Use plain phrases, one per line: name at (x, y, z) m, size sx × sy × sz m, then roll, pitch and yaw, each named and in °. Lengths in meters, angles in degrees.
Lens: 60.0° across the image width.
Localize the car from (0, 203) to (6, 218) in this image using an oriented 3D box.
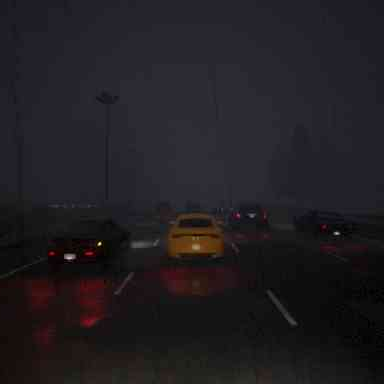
car at (-17.497, 1.728, 29.651) m, size 1.882 × 1.535 × 5.008 m, roll 0°, pitch -1°, yaw 0°

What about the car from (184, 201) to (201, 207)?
car at (0.054, 1.837, 40.256) m, size 2.128 × 1.511 × 4.902 m, roll 0°, pitch 0°, yaw -2°

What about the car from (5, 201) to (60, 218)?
car at (-13.979, 1.800, 29.768) m, size 2.033 × 1.411 × 5.357 m, roll 0°, pitch -1°, yaw 0°

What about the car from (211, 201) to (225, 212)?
car at (3.494, 1.882, 41.584) m, size 1.812 × 1.442 × 4.674 m, roll 0°, pitch -1°, yaw -3°

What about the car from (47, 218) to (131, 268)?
car at (-3.362, 1.624, 11.495) m, size 1.812 × 1.442 × 4.674 m, roll 0°, pitch 0°, yaw 0°

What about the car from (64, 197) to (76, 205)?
car at (-26.036, 1.873, 70.995) m, size 2.097 × 1.767 × 4.553 m, roll 0°, pitch -1°, yaw -15°

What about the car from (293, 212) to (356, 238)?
car at (7.182, 1.763, 18.664) m, size 1.895 × 1.301 × 4.718 m, roll 0°, pitch 0°, yaw 0°

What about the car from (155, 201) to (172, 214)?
car at (-3.445, 1.836, 40.267) m, size 2.128 × 1.511 × 4.902 m, roll 0°, pitch 0°, yaw -2°

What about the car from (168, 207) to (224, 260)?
car at (0.147, 1.589, 12.911) m, size 1.882 × 1.535 × 5.008 m, roll 0°, pitch 0°, yaw 0°

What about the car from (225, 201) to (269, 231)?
car at (3.700, 1.544, 22.419) m, size 2.097 × 1.767 × 4.553 m, roll 0°, pitch -1°, yaw 0°

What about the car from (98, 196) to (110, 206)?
car at (-18.970, 1.833, 71.764) m, size 2.150 × 2.045 × 5.566 m, roll 0°, pitch -1°, yaw -15°

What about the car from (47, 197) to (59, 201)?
car at (-29.978, 1.895, 71.986) m, size 2.097 × 1.767 × 4.553 m, roll 0°, pitch -1°, yaw -15°

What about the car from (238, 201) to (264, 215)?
car at (7.054, 1.838, 40.232) m, size 2.128 × 1.511 × 4.902 m, roll 0°, pitch 0°, yaw -2°

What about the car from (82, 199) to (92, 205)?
car at (-22.445, 2.117, 71.178) m, size 2.033 × 1.411 × 5.357 m, roll 0°, pitch -1°, yaw -15°
